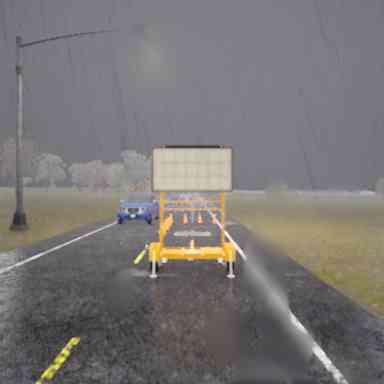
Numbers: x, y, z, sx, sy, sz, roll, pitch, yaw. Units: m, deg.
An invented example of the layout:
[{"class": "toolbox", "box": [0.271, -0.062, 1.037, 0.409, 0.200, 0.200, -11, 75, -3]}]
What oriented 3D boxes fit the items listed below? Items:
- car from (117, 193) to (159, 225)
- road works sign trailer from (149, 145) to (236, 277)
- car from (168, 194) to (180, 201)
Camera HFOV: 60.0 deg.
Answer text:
[{"class": "car", "box": [-3.568, 1.071, 22.898, 2.150, 2.045, 5.566, 0, 0, 0]}, {"class": "road works sign trailer", "box": [0.012, 0.398, 9.980, 2.380, 3.560, 2.880, 0, 0, 0]}, {"class": "car", "box": [-3.441, 1.089, 63.456, 1.837, 1.490, 4.892, 0, 0, 1]}]
